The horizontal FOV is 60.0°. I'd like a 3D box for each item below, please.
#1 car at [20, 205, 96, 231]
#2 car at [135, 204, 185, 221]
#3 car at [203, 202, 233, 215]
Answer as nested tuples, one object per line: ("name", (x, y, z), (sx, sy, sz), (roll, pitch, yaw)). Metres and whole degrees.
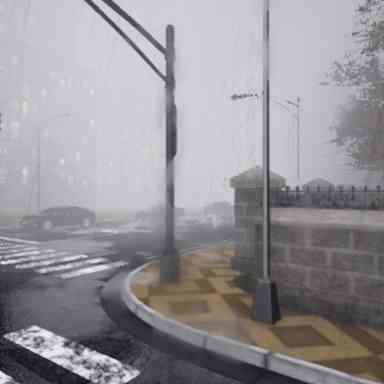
("car", (-8.606, 1.648, 21.778), (1.837, 1.490, 4.892), (0, -1, 34))
("car", (-2.763, 1.816, 30.329), (2.033, 1.411, 5.357), (0, -1, 34))
("car", (3.113, 1.899, 38.911), (1.837, 1.490, 4.892), (0, -1, 34))
